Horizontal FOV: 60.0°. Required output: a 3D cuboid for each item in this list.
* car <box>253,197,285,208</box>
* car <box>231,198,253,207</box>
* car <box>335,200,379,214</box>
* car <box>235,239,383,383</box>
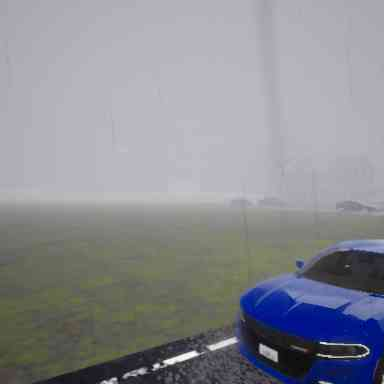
[{"bbox_3d":[12.827,1.578,54.346,2.097,1.767,4.553,0,0,-35],"label":"car"},{"bbox_3d":[8.550,1.693,55.330,2.128,1.511,4.902,0,0,-35],"label":"car"},{"bbox_3d":[19.580,1.752,39.608,1.837,1.490,4.892,0,0,-35],"label":"car"},{"bbox_3d":[2.877,1.520,5.127,5.008,1.535,1.882,1,0,-36],"label":"car"}]
